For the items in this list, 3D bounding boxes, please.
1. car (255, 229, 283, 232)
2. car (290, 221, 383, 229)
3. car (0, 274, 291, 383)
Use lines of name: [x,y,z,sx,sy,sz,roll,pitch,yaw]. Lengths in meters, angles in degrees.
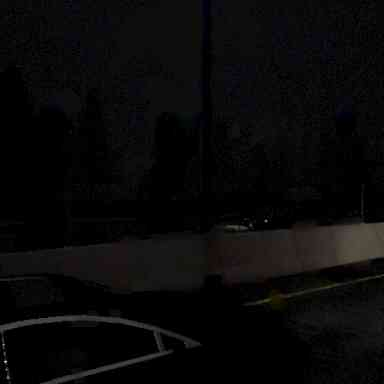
car: [5.394,1.539,19.024,4.902,1.511,2.128,0,0,-26]
car: [7.510,1.540,16.180,4.902,1.511,2.128,0,0,-26]
car: [-1.231,1.491,2.722,4.902,1.511,2.128,0,0,-35]
